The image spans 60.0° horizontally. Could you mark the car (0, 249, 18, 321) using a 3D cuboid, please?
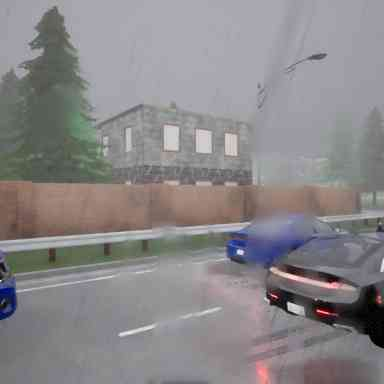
[{"bbox_3d":[-5.368,1.221,4.212,5.566,2.045,2.150,0,0,-35],"label":"car"}]

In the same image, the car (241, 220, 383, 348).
[{"bbox_3d":[3.495,1.492,6.260,4.902,1.511,2.128,0,0,-35],"label":"car"}]

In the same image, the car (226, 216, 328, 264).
[{"bbox_3d":[3.324,1.478,10.436,5.008,1.535,1.882,0,0,-36],"label":"car"}]
